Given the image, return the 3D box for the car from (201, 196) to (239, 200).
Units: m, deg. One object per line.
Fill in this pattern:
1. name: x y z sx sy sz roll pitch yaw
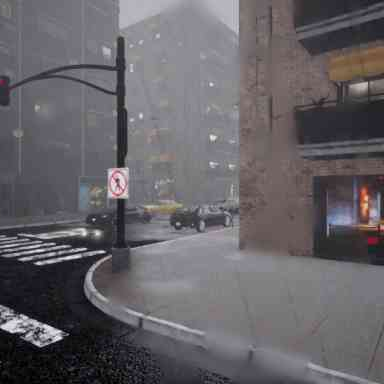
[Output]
1. car: 2.626 1.192 25.311 2.128 1.511 4.902 0 1 36

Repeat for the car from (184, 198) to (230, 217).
1. car: 1.368 1.245 28.595 1.994 1.385 4.181 0 1 36

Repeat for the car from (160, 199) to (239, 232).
1. car: 0.599 1.333 18.293 2.008 1.369 4.403 1 1 36

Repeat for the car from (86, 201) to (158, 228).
1. car: -4.436 1.368 20.591 1.994 1.385 4.181 0 1 36

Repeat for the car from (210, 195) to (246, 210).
1. car: 4.079 1.111 36.531 1.752 1.417 4.829 1 1 36

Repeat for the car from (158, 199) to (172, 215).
1. car: -2.574 1.252 27.346 1.752 1.417 4.829 1 1 36
